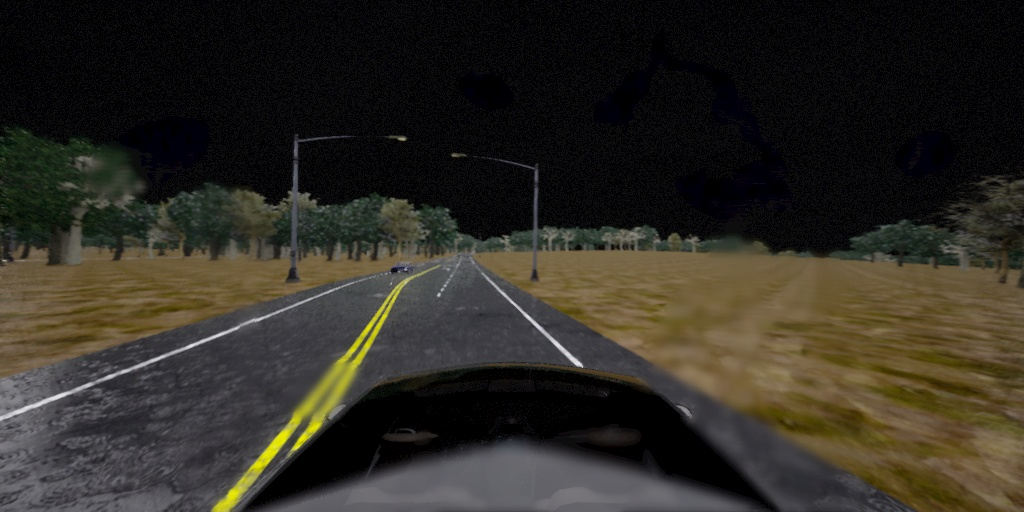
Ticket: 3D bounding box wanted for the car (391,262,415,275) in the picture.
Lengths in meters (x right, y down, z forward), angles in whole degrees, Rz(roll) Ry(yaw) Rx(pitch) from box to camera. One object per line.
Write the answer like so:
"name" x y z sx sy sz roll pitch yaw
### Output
"car" -11.846 1.300 38.975 1.895 1.301 4.718 1 0 -7
